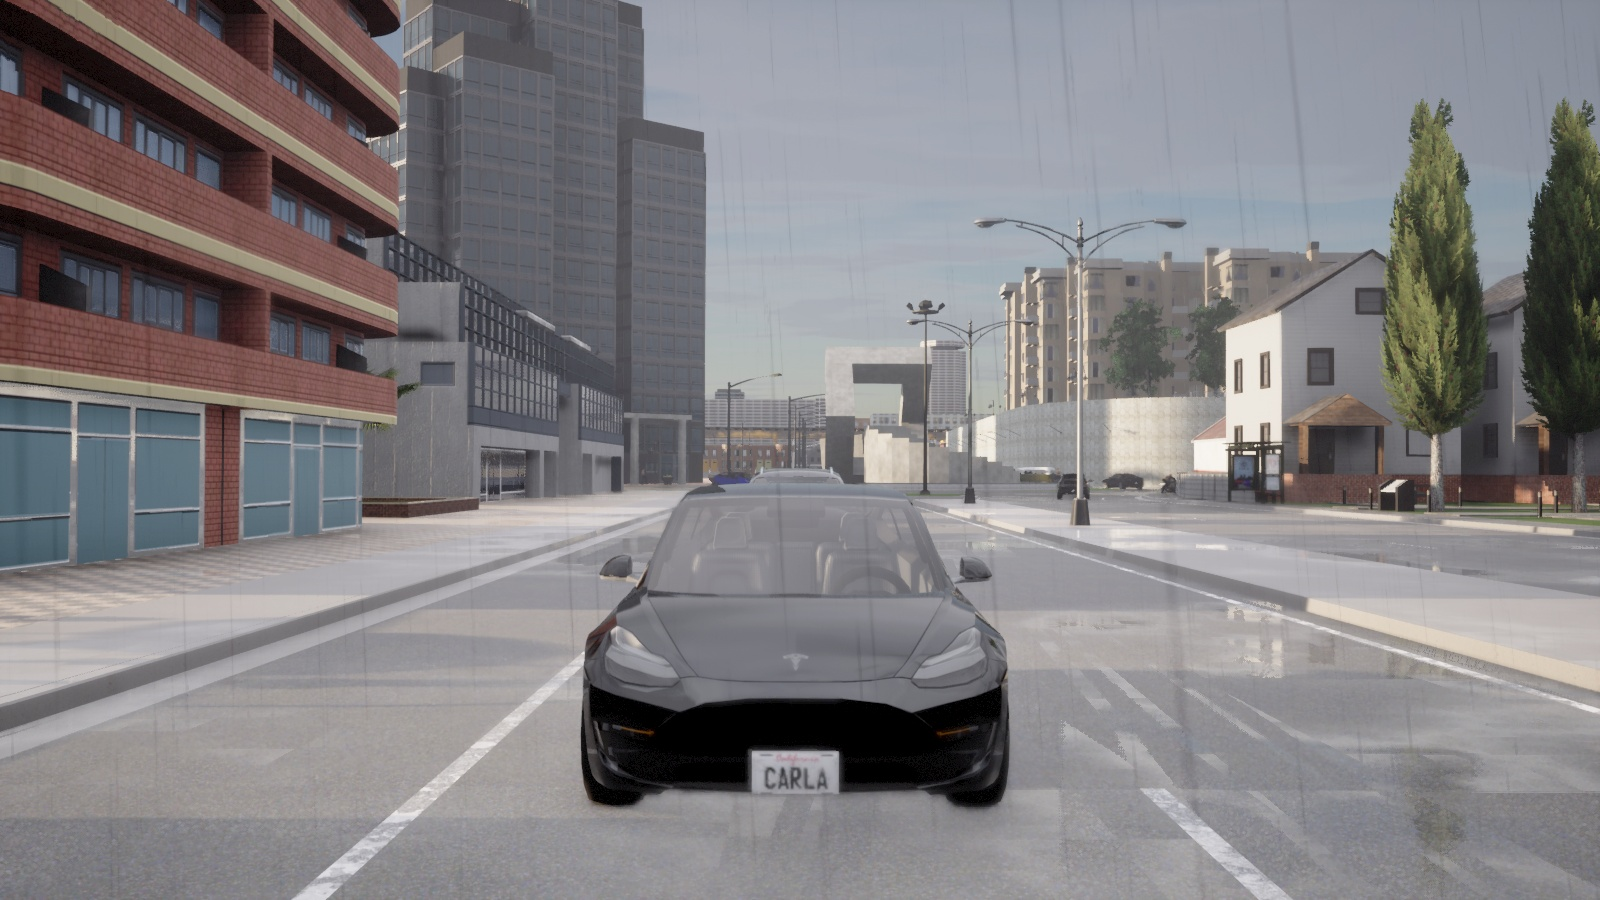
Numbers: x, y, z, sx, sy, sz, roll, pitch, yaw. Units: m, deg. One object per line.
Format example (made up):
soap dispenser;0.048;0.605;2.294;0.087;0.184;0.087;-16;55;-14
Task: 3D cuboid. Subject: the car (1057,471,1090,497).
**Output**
car;16.161;1.996;74.090;1.837;1.490;4.892;0;-1;13

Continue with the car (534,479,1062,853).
car;-0.017;0.941;7.559;2.163;1.488;4.792;0;-1;0

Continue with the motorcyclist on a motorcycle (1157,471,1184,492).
motorcyclist on a motorcycle;26.550;2.250;89.965;0.866;1.530;2.191;-2;-2;45

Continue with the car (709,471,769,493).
car;-4.486;2.322;92.078;2.007;1.525;4.514;1;-1;-41

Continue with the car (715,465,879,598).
car;-0.041;1.047;18.054;2.033;1.649;4.856;0;-1;0
